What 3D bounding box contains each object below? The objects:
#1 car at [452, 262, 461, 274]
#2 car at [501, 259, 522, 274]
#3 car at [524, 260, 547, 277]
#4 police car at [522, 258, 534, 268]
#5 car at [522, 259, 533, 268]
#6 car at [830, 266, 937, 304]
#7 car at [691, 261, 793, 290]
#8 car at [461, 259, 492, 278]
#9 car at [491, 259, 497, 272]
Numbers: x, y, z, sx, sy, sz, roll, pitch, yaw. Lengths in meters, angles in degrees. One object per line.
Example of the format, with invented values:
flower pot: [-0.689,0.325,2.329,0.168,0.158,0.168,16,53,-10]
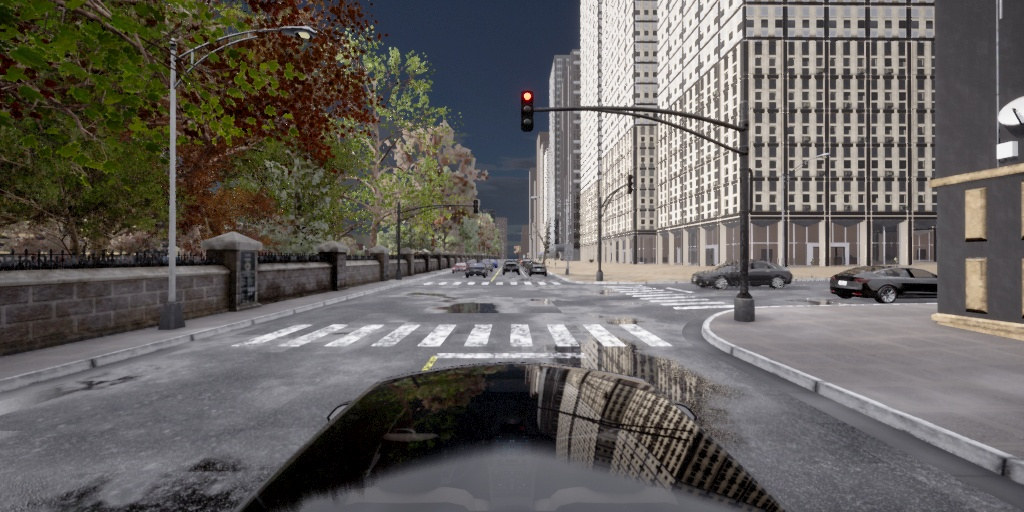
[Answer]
car: [-5.898,1.351,41.735,1.802,1.307,4.207,0,0,0]
car: [-0.097,1.272,40.274,1.837,1.490,4.892,0,0,0]
car: [2.512,1.330,36.147,1.948,1.339,4.313,0,0,0]
police car: [2.807,1.218,64.571,1.930,1.638,5.238,0,0,0]
car: [2.482,1.335,41.779,1.948,1.339,4.313,0,0,0]
car: [14.627,1.026,13.628,4.313,1.339,1.948,0,0,-1]
car: [12.375,1.028,19.468,4.892,1.490,1.837,-1,0,2]
car: [-3.266,1.311,34.174,2.033,1.411,5.357,0,0,0]
car: [-3.321,1.263,44.978,2.128,1.511,4.902,0,0,0]
